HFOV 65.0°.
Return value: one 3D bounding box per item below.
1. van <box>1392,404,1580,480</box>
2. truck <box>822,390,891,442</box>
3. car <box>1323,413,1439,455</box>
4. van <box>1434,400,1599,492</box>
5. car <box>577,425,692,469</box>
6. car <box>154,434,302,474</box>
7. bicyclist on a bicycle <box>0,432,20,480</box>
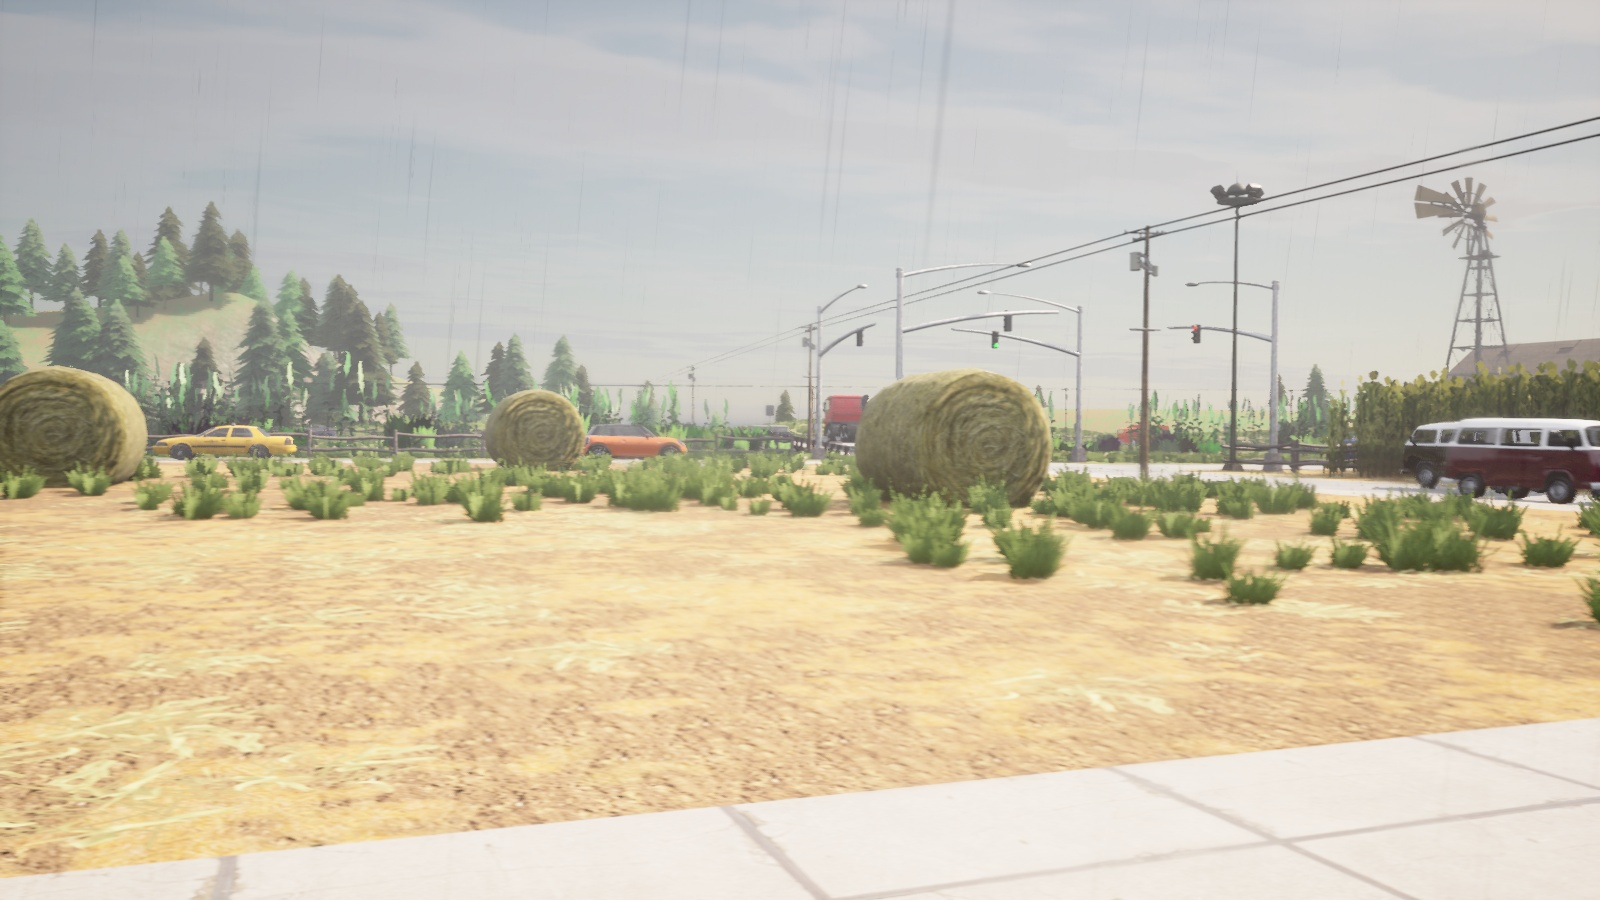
[{"bbox_3d":[19.546,-0.250,36.037,2.069,2.038,4.480,-1,1,-20],"label":"van"},{"bbox_3d":[3.889,-2.358,88.773,2.891,3.462,7.936,-1,1,-12],"label":"truck"},{"bbox_3d":[30.224,-0.846,65.304,5.566,2.045,2.150,-1,1,-20],"label":"car"},{"bbox_3d":[17.911,-0.138,30.281,2.069,2.038,4.480,-1,1,-20],"label":"van"},{"bbox_3d":[-7.041,-0.145,53.465,4.553,1.767,2.097,-1,1,-17],"label":"car"},{"bbox_3d":[-23.612,0.137,52.069,5.366,1.575,1.801,-1,1,-17],"label":"car"},{"bbox_3d":[-30.015,0.229,46.455,1.843,1.776,0.659,-1,1,-17],"label":"bicyclist on a bicycle"}]
